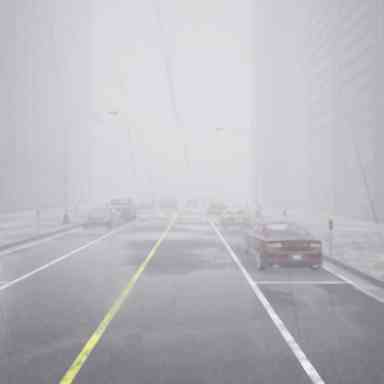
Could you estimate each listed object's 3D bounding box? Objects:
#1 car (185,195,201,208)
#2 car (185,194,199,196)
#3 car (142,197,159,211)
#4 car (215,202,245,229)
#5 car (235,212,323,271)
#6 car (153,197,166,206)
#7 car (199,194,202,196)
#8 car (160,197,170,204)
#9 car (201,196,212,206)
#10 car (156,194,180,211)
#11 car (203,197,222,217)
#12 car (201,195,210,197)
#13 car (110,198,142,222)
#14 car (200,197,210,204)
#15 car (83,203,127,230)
[{"bbox_3d":[0.002,1.701,52.907,1.837,1.490,4.892,0,0,0],"label":"car"},{"bbox_3d":[-0.009,1.633,71.381,1.994,1.385,4.181,0,0,0],"label":"car"},{"bbox_3d":[-5.772,1.701,43.511,1.887,1.381,4.507,0,0,0],"label":"car"},{"bbox_3d":[2.756,1.599,21.970,1.752,1.417,4.829,0,0,0],"label":"car"},{"bbox_3d":[2.758,1.581,10.949,1.887,1.381,4.507,0,0,0],"label":"car"},{"bbox_3d":[-5.775,1.662,59.790,1.967,1.590,4.097,0,0,0],"label":"car"},{"bbox_3d":[2.750,1.536,59.775,2.192,1.841,5.009,0,0,0],"label":"car"},{"bbox_3d":[-5.776,1.845,70.642,1.802,1.307,4.206,0,0,0],"label":"car"},{"bbox_3d":[2.752,1.729,48.924,2.008,1.369,4.403,0,0,0],"label":"car"},{"bbox_3d":[-3.084,1.385,44.536,2.150,2.045,5.566,0,-1,0],"label":"car"},{"bbox_3d":[2.356,1.592,32.924,1.882,1.535,5.008,0,0,0],"label":"car"},{"bbox_3d":[2.752,1.726,54.519,1.752,1.417,4.829,0,0,0],"label":"car"},{"bbox_3d":[-5.770,1.409,27.234,2.192,1.841,5.009,0,0,0],"label":"car"},{"bbox_3d":[2.750,1.828,70.625,1.947,1.339,4.313,0,0,0],"label":"car"},{"bbox_3d":[-5.769,1.656,21.807,1.802,1.307,4.206,0,0,0],"label":"car"}]
